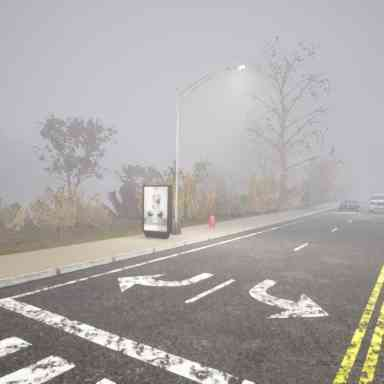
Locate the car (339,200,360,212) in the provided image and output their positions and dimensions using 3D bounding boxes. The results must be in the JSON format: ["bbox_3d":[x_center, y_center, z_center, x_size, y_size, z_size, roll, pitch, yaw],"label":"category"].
[{"bbox_3d":[18.777,1.602,39.625,1.994,1.385,4.181,0,0,31],"label":"car"}]

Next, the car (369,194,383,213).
[{"bbox_3d":[21.560,1.262,37.946,2.150,2.045,5.566,0,0,31],"label":"car"}]
